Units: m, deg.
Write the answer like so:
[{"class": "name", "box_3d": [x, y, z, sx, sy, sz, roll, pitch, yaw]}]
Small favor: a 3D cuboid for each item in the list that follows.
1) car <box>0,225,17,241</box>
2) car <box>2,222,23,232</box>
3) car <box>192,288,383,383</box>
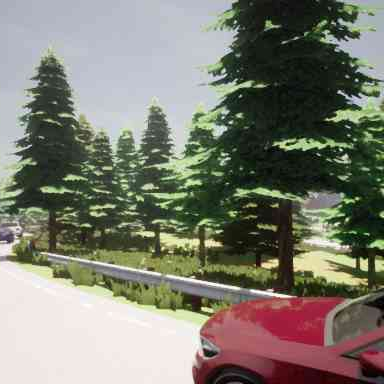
[{"class": "car", "box_3d": [-17.433, 3.980, 30.380, 1.812, 1.442, 4.674, 0, -5, -23]}, {"class": "car", "box_3d": [-21.603, 4.625, 39.850, 2.150, 2.045, 5.566, 0, -5, -24]}, {"class": "car", "box_3d": [2.220, 1.528, 2.802, 4.674, 1.442, 1.812, 0, 0, 32]}]
